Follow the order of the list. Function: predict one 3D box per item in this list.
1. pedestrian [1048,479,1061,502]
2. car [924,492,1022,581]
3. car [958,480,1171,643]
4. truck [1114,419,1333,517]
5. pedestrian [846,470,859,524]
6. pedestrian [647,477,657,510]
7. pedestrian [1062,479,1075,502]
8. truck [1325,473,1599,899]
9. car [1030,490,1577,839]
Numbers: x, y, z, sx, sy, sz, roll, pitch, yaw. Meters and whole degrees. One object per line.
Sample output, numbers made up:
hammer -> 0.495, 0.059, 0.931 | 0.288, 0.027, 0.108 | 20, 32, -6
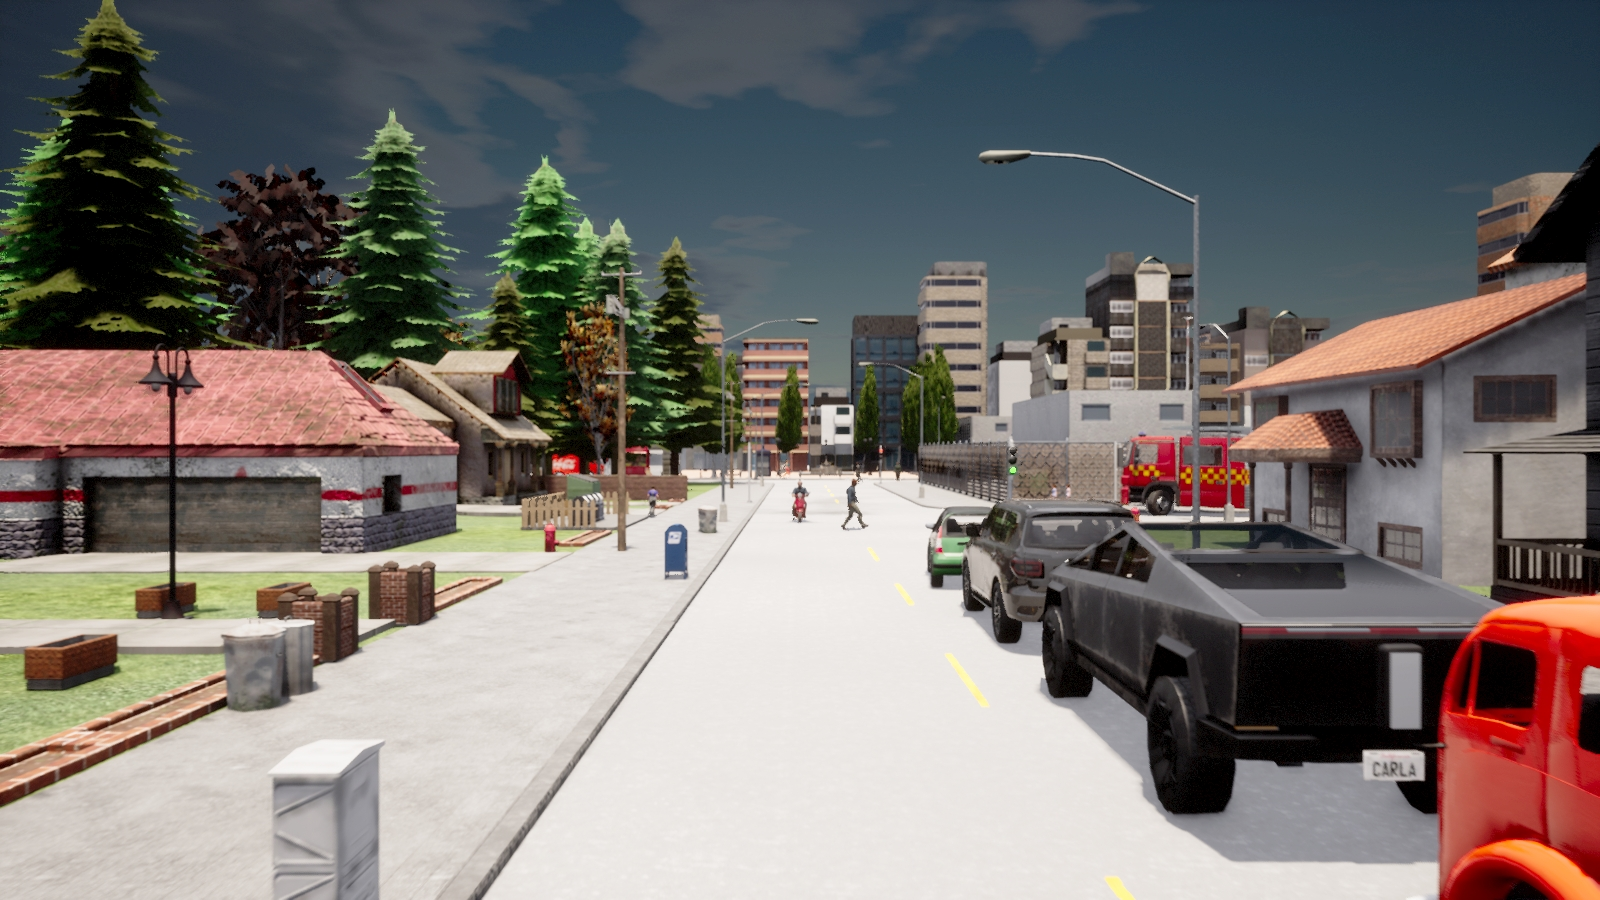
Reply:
pedestrian -> 12.077, 1.919, 54.216 | 0.500, 1.100, 0.500 | 0, 0, -4
car -> 3.655, 1.790, 24.743 | 1.851, 1.617, 3.988 | 0, 0, 5
car -> 3.941, 1.568, 18.142 | 2.150, 2.045, 5.566 | 0, 0, 1
truck -> 17.964, 0.690, 48.981 | 8.468, 3.827, 2.891 | 1, 1, 18
pedestrian -> 1.834, 1.645, 39.780 | 0.375, 1.860, 0.375 | 0, 0, 12
pedestrian -> -5.941, 1.749, 45.926 | 0.375, 1.300, 0.375 | 0, 0, 0
pedestrian -> 12.753, 1.917, 54.217 | 0.500, 1.100, 0.500 | 0, 0, 2
truck -> 3.993, 1.350, 3.242 | 2.627, 2.467, 5.204 | 0, 0, 0
car -> 3.981, 1.539, 10.732 | 2.390, 2.098, 6.274 | 0, 0, 0
